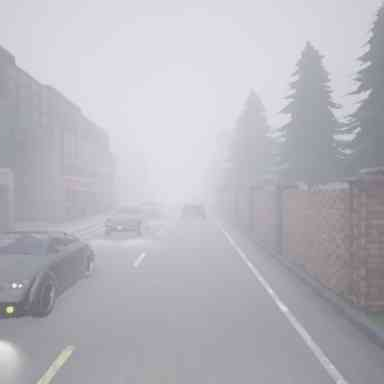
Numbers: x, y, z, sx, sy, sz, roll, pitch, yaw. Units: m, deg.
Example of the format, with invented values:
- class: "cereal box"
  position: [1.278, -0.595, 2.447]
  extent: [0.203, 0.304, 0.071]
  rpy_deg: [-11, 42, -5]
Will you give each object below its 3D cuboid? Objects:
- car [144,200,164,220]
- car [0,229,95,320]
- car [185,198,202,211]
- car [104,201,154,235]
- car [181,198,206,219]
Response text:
- class: "car"
  position: [-3.452, 1.436, 27.745]
  extent: [1.837, 1.490, 4.892]
  rpy_deg: [0, 0, 1]
- class: "car"
  position: [-3.583, 1.544, 7.246]
  extent: [1.994, 1.385, 4.181]
  rpy_deg: [0, 0, 0]
- class: "car"
  position: [0.151, 1.467, 40.887]
  extent: [1.994, 1.385, 4.181]
  rpy_deg: [0, 0, 1]
- class: "car"
  position: [-3.459, 1.460, 18.377]
  extent: [1.837, 1.490, 4.892]
  rpy_deg: [0, 0, 0]
- class: "car"
  position: [0.133, 1.411, 28.060]
  extent: [1.882, 1.535, 5.008]
  rpy_deg: [0, 0, 0]
